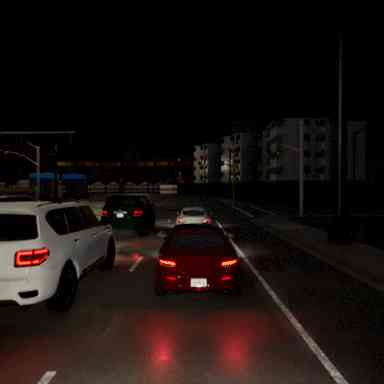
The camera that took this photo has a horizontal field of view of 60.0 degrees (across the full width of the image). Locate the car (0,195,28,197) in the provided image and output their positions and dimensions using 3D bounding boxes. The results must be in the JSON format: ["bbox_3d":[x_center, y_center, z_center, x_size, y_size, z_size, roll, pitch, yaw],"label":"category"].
[{"bbox_3d":[-10.485,1.174,17.841,2.150,2.045,5.566,0,0,1],"label":"car"}]

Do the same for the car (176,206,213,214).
[{"bbox_3d":[0.116,1.486,17.580,1.812,1.442,4.674,0,0,1],"label":"car"}]

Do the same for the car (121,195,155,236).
[{"bbox_3d":[-3.351,1.175,18.210,2.150,2.045,5.566,0,0,0],"label":"car"}]

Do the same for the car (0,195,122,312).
[{"bbox_3d":[-3.383,1.216,7.851,2.150,2.045,5.566,0,0,0],"label":"car"}]

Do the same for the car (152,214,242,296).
[{"bbox_3d":[0.121,1.519,8.493,1.812,1.442,4.674,0,0,0],"label":"car"}]
